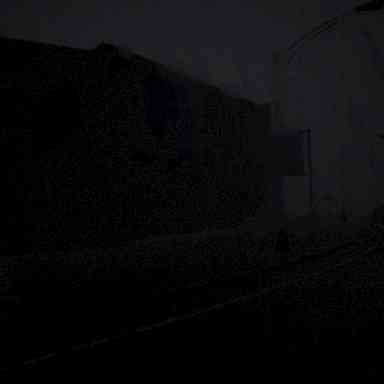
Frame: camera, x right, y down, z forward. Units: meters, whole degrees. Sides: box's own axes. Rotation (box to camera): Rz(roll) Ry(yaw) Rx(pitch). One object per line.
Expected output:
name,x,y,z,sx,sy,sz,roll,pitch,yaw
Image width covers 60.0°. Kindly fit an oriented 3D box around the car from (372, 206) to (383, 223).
car,18.717,2.061,31.946,1.882,1.535,5.008,-2,-3,18
